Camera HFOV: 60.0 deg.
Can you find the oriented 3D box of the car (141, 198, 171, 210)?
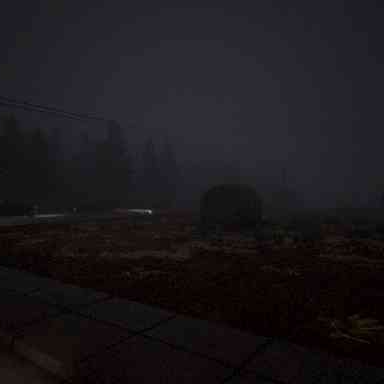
[{"bbox_3d":[-4.660,1.552,44.314,1.812,1.442,4.674,0,0,37],"label":"car"}]

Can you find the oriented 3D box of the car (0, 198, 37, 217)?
[{"bbox_3d":[-16.065,1.379,28.947,2.097,1.767,4.553,0,0,37],"label":"car"}]

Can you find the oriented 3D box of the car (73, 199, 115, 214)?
[{"bbox_3d":[-10.618,1.518,36.292,2.128,1.511,4.902,0,0,37],"label":"car"}]
